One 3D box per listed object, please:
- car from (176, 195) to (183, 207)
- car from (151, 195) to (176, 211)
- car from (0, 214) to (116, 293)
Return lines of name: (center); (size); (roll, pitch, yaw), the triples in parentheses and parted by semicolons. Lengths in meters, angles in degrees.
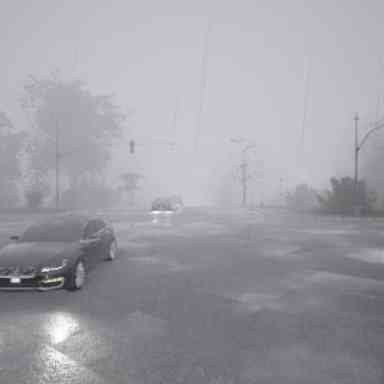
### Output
car: (-2.676, 1.472, 58.310); (2.150, 2.045, 5.566); (0, -2, 1)
car: (-3.000, 1.196, 33.938); (1.994, 1.385, 4.181); (0, 0, 1)
car: (-3.335, 1.394, 8.768); (1.837, 1.490, 4.892); (0, 1, 1)
